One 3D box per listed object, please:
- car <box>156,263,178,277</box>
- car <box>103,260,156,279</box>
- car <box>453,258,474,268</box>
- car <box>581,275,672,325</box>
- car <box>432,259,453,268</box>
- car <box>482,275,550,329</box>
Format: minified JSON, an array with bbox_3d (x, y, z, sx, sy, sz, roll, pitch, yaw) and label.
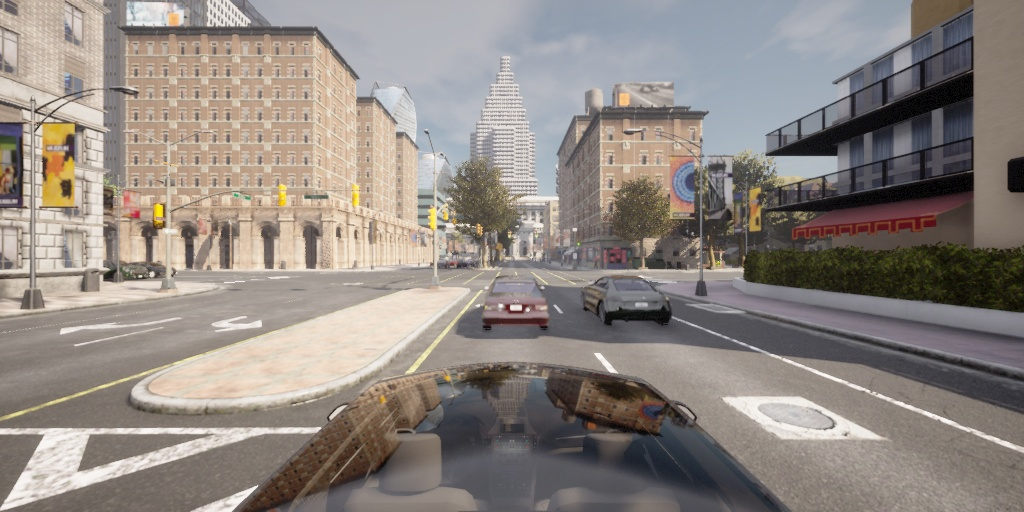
[{"bbox_3d":[-34.192,1.273,33.492,4.892,1.490,1.837,0,0,0],"label":"car"},{"bbox_3d":[-33.350,1.119,29.997,4.553,1.767,2.097,0,0,0],"label":"car"},{"bbox_3d":[-8.127,1.385,60.366,1.895,1.301,4.718,0,0,0],"label":"car"},{"bbox_3d":[3.587,1.320,11.938,1.994,1.385,4.181,0,0,0],"label":"car"},{"bbox_3d":[-11.628,1.310,60.244,1.812,1.442,4.674,0,0,0],"label":"car"},{"bbox_3d":[0.091,1.303,11.230,2.033,1.411,5.357,0,0,0],"label":"car"}]
